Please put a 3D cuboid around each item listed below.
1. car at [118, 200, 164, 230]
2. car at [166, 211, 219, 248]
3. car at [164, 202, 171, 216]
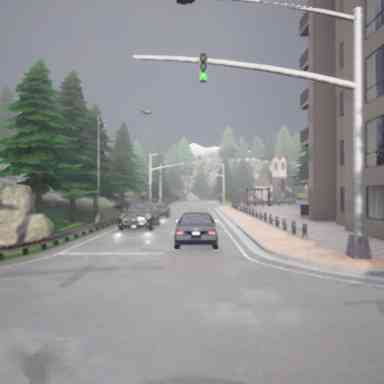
[{"bbox_3d":[-3.321,1.429,21.574,2.097,1.767,4.553,0,0,2],"label":"car"},{"bbox_3d":[0.206,1.602,14.995,2.033,1.411,5.357,0,0,1],"label":"car"},{"bbox_3d":[-3.066,1.662,31.533,1.994,1.385,4.181,0,0,2],"label":"car"}]
